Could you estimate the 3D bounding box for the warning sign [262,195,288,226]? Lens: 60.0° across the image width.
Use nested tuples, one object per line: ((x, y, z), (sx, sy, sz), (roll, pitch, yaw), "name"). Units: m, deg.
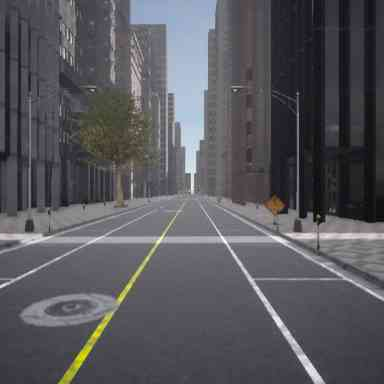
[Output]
((5.066, 1.116, 20.304), (1.300, 1.860, 1.060), (0, 0, 0), "warning sign")
